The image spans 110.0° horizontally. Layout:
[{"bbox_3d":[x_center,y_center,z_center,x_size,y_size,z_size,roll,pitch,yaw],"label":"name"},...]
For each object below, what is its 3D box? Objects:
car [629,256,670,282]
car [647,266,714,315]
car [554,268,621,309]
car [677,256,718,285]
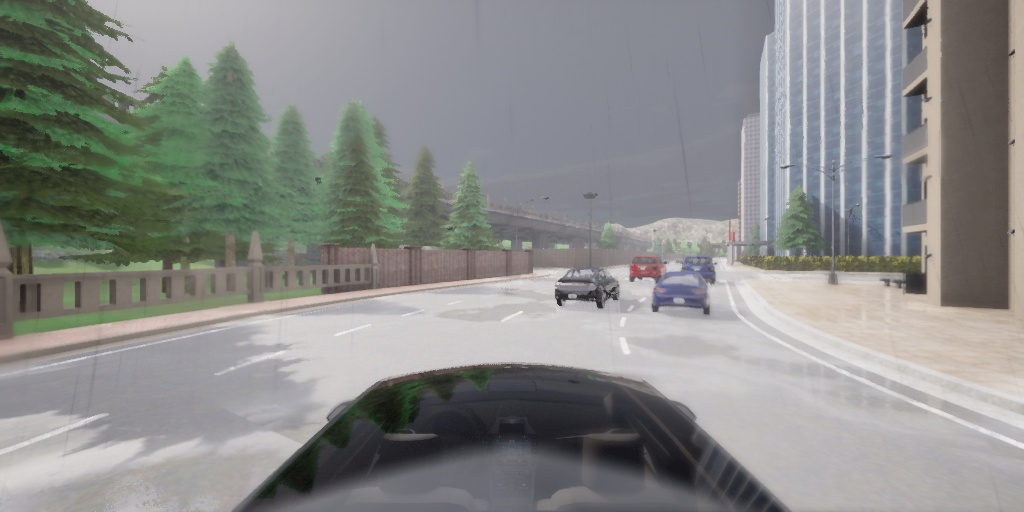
[{"bbox_3d":[10.733,1.007,28.112,2.150,2.045,5.566,0,0,30],"label":"car"},{"bbox_3d":[6.418,1.282,13.537,1.812,1.442,4.674,0,0,27],"label":"car"},{"bbox_3d":[3.306,1.244,15.139,2.128,1.511,4.902,0,0,27],"label":"car"},{"bbox_3d":[13.767,1.007,26.367,2.150,2.045,5.566,0,0,30],"label":"car"}]
